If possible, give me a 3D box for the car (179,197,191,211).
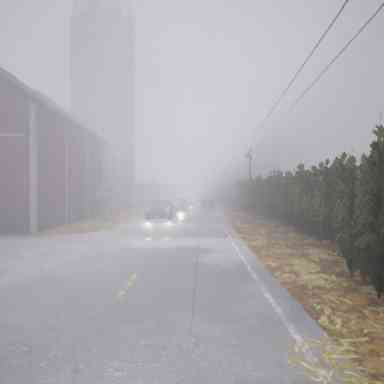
[{"bbox_3d":[-1.681,1.466,40.322,2.128,1.511,4.902,0,0,4],"label":"car"}]

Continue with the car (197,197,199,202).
[{"bbox_3d":[2.196,1.452,69.718,2.128,1.511,4.902,0,0,-4],"label":"car"}]

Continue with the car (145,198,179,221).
[{"bbox_3d":[-2.514,1.337,27.377,2.097,1.767,4.553,0,0,3],"label":"car"}]

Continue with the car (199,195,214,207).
[{"bbox_3d":[2.425,1.449,51.315,1.882,1.535,5.008,0,0,2],"label":"car"}]

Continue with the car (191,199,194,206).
[{"bbox_3d":[-0.834,1.496,54.655,1.812,1.442,4.674,0,0,2],"label":"car"}]
